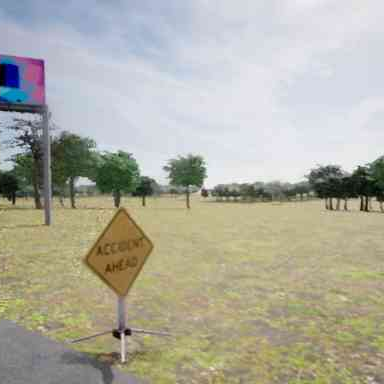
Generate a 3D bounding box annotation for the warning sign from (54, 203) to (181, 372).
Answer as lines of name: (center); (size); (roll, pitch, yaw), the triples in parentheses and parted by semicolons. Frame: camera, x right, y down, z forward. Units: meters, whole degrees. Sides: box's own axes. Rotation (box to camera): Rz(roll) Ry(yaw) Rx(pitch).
warning sign: (-0.989, 1.117, 4.618); (1.060, 1.860, 1.300); (-1, 0, 35)
